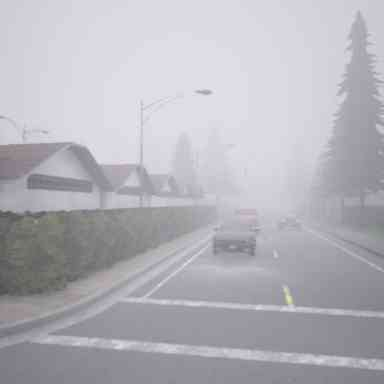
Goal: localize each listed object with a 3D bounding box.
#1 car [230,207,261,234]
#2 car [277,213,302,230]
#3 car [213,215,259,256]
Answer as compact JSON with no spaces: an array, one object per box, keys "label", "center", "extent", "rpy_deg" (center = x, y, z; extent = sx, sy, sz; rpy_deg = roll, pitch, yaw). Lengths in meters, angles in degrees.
[{"label":"car","center":[4.376,2.235,26.855],"extent":[2.150,2.045,5.566],"rpy_deg":[0,-2,12]},{"label":"car","center":[8.943,2.677,30.766],"extent":[1.812,1.442,4.674],"rpy_deg":[0,-2,12]},{"label":"car","center":[2.220,2.136,16.490],"extent":[1.882,1.535,5.008],"rpy_deg":[0,-2,12]}]
